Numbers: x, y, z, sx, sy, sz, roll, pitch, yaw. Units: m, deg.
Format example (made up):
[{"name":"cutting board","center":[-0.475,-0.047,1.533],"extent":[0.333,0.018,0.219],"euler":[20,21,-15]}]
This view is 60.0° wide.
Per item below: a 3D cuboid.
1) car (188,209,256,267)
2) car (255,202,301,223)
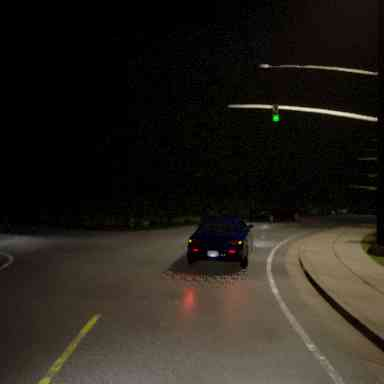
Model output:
[{"name":"car","center":[1.111,1.550,11.510],"extent":[1.812,1.442,4.674],"euler":[0,0,13]},{"name":"car","center":[6.592,1.530,26.338],"extent":[5.008,1.535,1.882],"euler":[0,0,-38]}]
